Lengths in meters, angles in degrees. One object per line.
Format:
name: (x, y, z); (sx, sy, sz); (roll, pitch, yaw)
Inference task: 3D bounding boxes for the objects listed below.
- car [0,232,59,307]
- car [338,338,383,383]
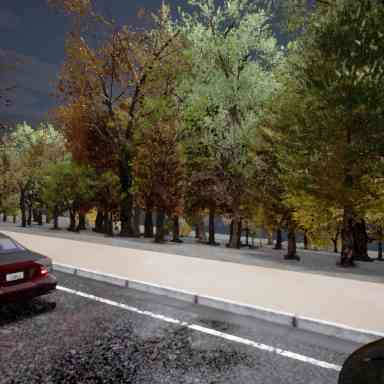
car: (-5.163, 1.546, 7.397); (5.357, 1.411, 2.033); (0, 0, 36)
car: (3.266, 1.478, 1.339); (5.008, 1.535, 1.882); (0, 0, 36)
